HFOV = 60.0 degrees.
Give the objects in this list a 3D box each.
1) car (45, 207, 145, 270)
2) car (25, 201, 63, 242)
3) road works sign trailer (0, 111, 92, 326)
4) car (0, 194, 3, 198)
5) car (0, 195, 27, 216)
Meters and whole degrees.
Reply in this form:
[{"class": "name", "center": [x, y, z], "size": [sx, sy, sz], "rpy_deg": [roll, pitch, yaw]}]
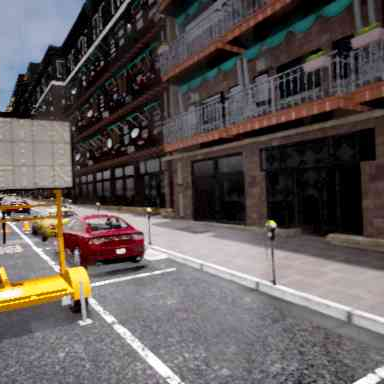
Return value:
[{"class": "car", "center": [-2.994, 1.339, 10.194], "size": [1.887, 1.381, 4.507], "rpy_deg": [-1, 1, -33]}, {"class": "car", "center": [-6.109, 1.287, 14.970], "size": [1.752, 1.417, 4.829], "rpy_deg": [-1, 1, -33]}, {"class": "road works sign trailer", "center": [-3.371, 0.387, 5.959], "size": [2.380, 3.560, 2.880], "rpy_deg": [-3, 2, -33]}, {"class": "car", "center": [-18.100, 1.205, 33.357], "size": [2.008, 1.369, 4.403], "rpy_deg": [-1, 1, -33]}, {"class": "car", "center": [-15.078, 1.225, 28.723], "size": [1.887, 1.381, 4.507], "rpy_deg": [-1, 1, -33]}]
